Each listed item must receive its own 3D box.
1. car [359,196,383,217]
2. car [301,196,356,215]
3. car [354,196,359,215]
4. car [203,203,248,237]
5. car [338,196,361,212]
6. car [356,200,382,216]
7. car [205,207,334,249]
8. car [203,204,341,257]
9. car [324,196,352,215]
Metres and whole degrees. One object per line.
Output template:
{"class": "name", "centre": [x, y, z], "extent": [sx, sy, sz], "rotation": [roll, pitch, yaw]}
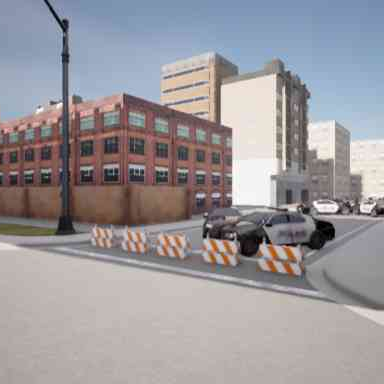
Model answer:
{"class": "car", "centre": [16.310, 1.244, 29.676], "extent": [1.853, 1.218, 4.536], "rotation": [0, 0, 0]}
{"class": "car", "centre": [12.527, 1.245, 31.364], "extent": [4.536, 1.218, 1.853], "rotation": [0, 0, -5]}
{"class": "car", "centre": [12.579, 1.402, 31.368], "extent": [4.974, 1.542, 2.038], "rotation": [0, 0, -5]}
{"class": "car", "centre": [1.599, 1.242, 16.083], "extent": [1.853, 1.218, 4.536], "rotation": [0, 0, 5]}
{"class": "car", "centre": [19.693, 1.443, 41.458], "extent": [1.905, 1.878, 3.866], "rotation": [0, 0, 35]}
{"class": "car", "centre": [18.740, 1.644, 35.121], "extent": [1.970, 1.475, 3.806], "rotation": [0, 0, 35]}
{"class": "car", "centre": [2.936, 1.241, 12.554], "extent": [4.536, 1.218, 1.853], "rotation": [0, 0, -25]}
{"class": "car", "centre": [2.889, 1.399, 12.532], "extent": [4.974, 1.542, 2.038], "rotation": [0, 0, -25]}
{"class": "car", "centre": [16.257, 1.455, 36.978], "extent": [1.932, 1.855, 4.605], "rotation": [0, 0, 35]}
